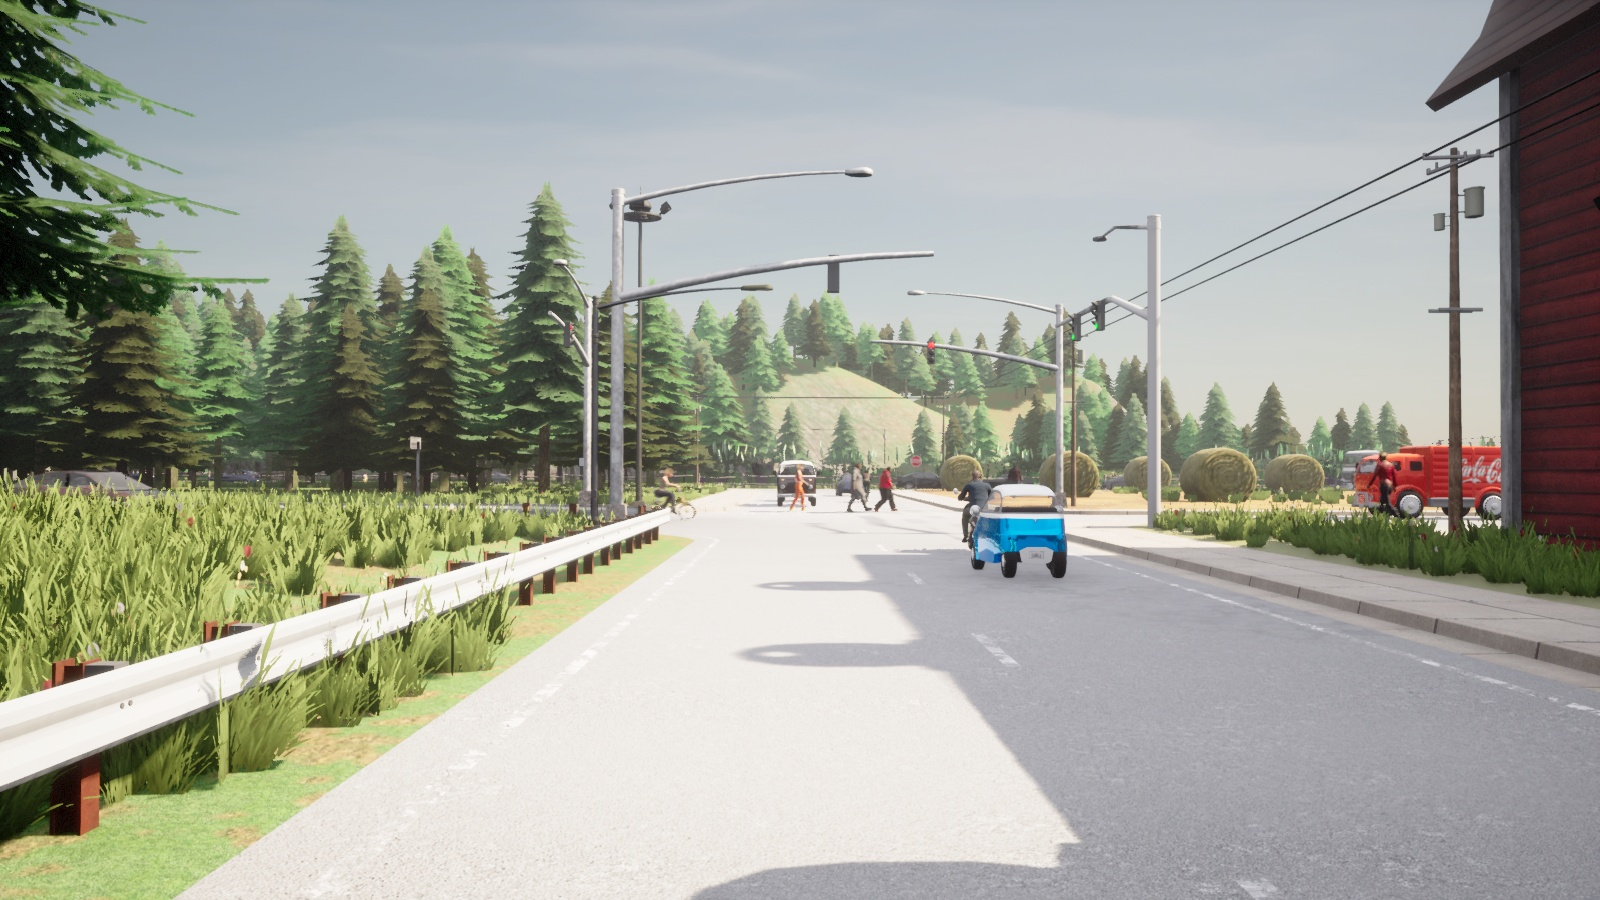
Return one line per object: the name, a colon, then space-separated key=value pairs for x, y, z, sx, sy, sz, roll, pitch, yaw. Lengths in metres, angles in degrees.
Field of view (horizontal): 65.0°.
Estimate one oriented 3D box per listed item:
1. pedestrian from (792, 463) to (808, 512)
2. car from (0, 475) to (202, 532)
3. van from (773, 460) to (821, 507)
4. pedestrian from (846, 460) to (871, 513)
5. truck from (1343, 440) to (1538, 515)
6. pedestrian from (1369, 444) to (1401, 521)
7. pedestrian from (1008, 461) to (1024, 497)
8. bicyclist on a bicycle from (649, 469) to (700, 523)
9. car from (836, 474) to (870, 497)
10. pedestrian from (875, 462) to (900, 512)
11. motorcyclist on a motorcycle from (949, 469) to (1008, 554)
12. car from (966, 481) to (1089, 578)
pedestrian: x=0.007 y=1.396 z=47.248 sx=0.594 sy=1.836 sz=0.345 roll=0 pitch=-1 yaw=2
car: x=-19.396 y=1.448 z=34.809 sx=4.792 sy=1.488 sz=2.163 roll=0 pitch=-1 yaw=13
van: x=-0.145 y=1.484 z=56.435 sx=2.069 sy=2.038 sz=4.480 roll=0 pitch=-1 yaw=0
pedestrian: x=2.159 y=1.358 z=46.442 sx=0.873 sy=1.952 sz=0.659 roll=0 pitch=-1 yaw=1
truck: x=21.541 y=0.921 z=42.414 sx=5.204 sy=2.467 sz=2.627 roll=0 pitch=-1 yaw=-1
pedestrian: x=14.092 y=0.777 z=30.240 sx=0.331 sy=1.846 sz=0.636 roll=0 pitch=-1 yaw=-19
pedestrian: x=11.244 y=1.495 z=65.478 sx=0.634 sy=1.844 sz=0.899 roll=-1 pitch=-1 yaw=22
bicyclist on a bicycle: x=-3.829 y=1.393 z=38.375 sx=1.509 sy=1.612 sz=0.866 roll=0 pitch=-1 yaw=-1
car: x=3.299 y=2.186 z=78.850 sx=1.994 sy=1.385 sz=4.181 roll=0 pitch=-1 yaw=0
pedestrian: x=3.315 y=1.386 z=47.293 sx=0.899 sy=1.844 sz=0.634 roll=0 pitch=-1 yaw=7
motorcyclist on a motorcycle: x=3.437 y=1.163 z=24.369 sx=0.866 sy=1.590 sz=1.817 roll=0 pitch=-1 yaw=0
car: x=3.451 y=1.180 z=19.367 sx=1.481 sy=1.376 sz=2.207 roll=0 pitch=-1 yaw=0
